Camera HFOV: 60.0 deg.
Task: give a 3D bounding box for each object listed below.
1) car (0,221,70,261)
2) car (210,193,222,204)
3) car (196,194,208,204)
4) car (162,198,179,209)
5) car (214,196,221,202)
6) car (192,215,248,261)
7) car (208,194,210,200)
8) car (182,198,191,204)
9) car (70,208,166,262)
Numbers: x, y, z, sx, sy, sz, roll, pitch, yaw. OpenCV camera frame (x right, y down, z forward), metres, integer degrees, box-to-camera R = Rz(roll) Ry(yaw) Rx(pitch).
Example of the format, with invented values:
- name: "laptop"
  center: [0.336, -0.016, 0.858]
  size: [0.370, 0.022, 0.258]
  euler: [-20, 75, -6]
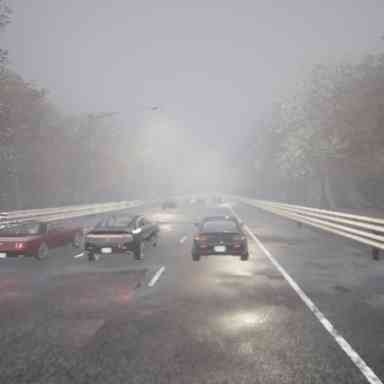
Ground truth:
- name: "car"
  center: [-5.953, 1.772, 12.957]
  size: [1.895, 1.301, 4.718]
  euler: [-1, 0, 4]
- name: "car"
  center: [5.430, 1.594, 71.502]
  size: [2.097, 1.767, 4.553]
  euler: [-1, 0, 4]
- name: "car"
  center: [1.932, 1.777, 71.618]
  size: [1.882, 1.535, 5.008]
  euler: [-1, 0, 4]
- name: "car"
  center: [-3.206, 1.649, 49.834]
  size: [2.097, 1.767, 4.553]
  euler: [-1, 0, 4]
- name: "car"
  center: [6.649, 1.777, 87.813]
  size: [1.837, 1.490, 4.892]
  euler: [-1, 0, 4]
- name: "car"
  center: [1.025, 1.576, 12.433]
  size: [1.812, 1.442, 4.674]
  euler: [-1, 0, 4]
- name: "car"
  center: [3.441, 1.885, 91.845]
  size: [2.033, 1.411, 5.357]
  euler: [-1, 0, 4]
- name: "car"
  center: [-1.240, 1.965, 76.112]
  size: [1.895, 1.301, 4.718]
  euler: [-1, 0, 4]
- name: "car"
  center: [-2.465, 1.602, 12.701]
  size: [2.128, 1.511, 4.902]
  euler: [-1, 0, 4]
